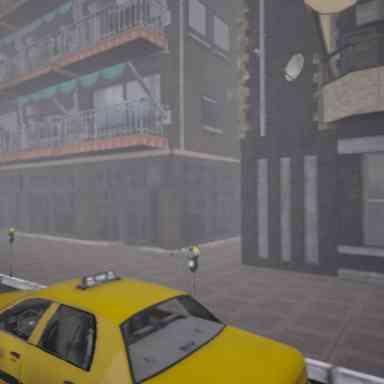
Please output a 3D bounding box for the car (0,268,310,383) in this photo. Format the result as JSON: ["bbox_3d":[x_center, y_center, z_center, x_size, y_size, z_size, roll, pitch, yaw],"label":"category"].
[{"bbox_3d":[-1.214,1.555,3.740,4.829,1.417,1.752,-1,0,35],"label":"car"}]
